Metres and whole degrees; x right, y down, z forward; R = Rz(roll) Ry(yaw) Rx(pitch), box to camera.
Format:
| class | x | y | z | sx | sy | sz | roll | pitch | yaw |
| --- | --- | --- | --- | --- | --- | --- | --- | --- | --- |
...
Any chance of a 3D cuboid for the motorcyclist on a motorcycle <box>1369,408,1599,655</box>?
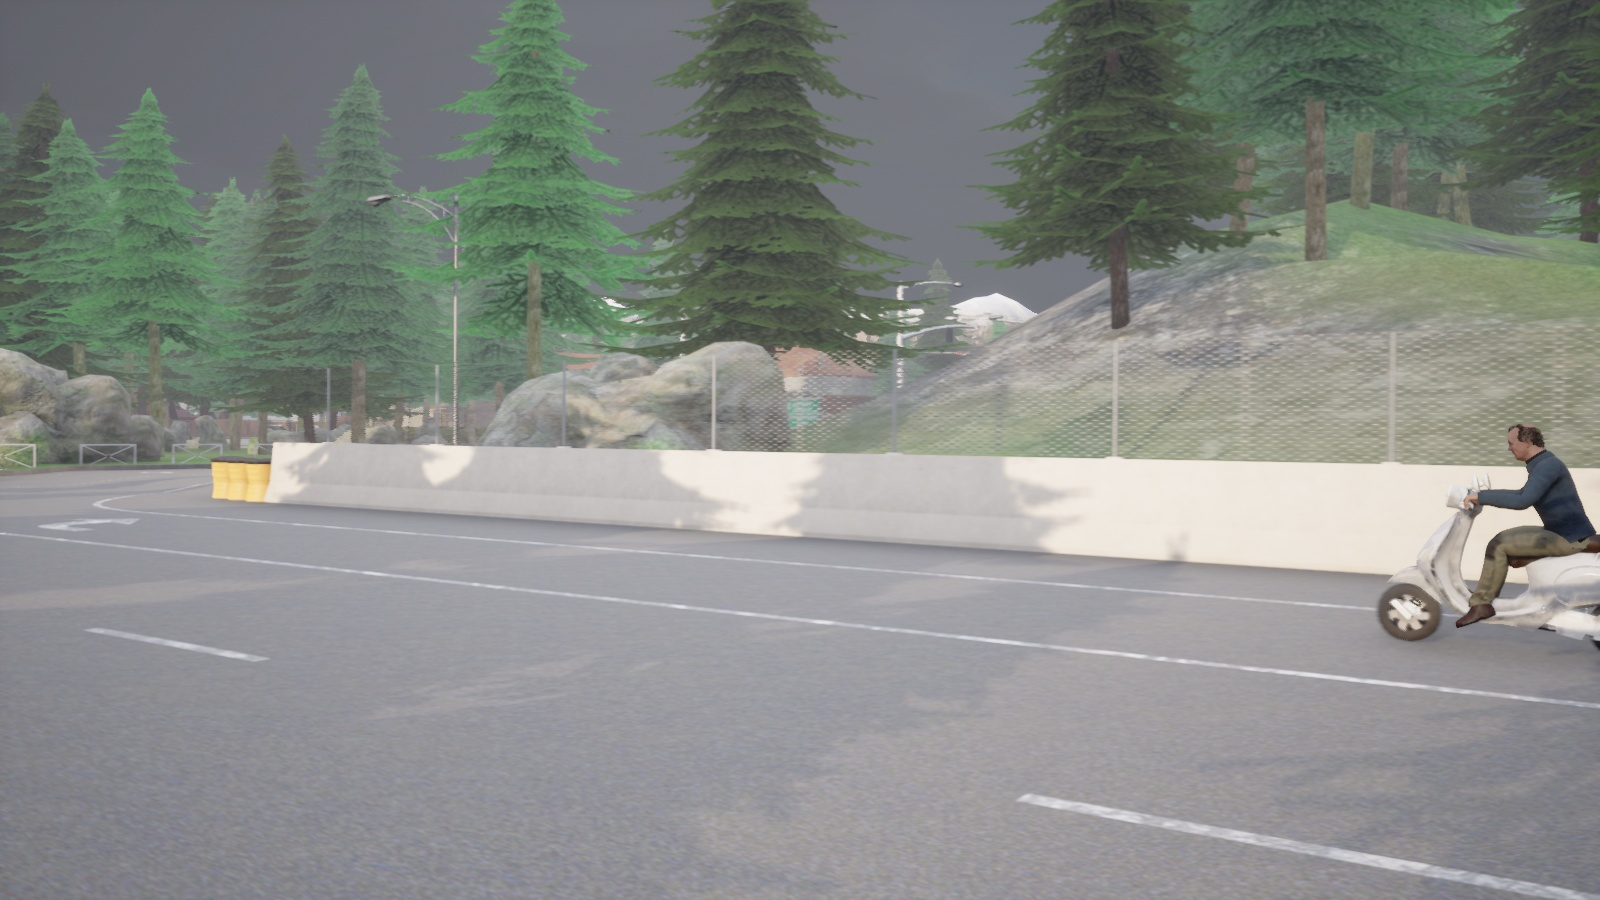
| class | x | y | z | sx | sy | sz | roll | pitch | yaw |
| --- | --- | --- | --- | --- | --- | --- | --- | --- | --- |
| motorcyclist on a motorcycle | 5.007 | 0.521 | 8.699 | 1.817 | 1.590 | 0.866 | 0 | 1 | 34 |
